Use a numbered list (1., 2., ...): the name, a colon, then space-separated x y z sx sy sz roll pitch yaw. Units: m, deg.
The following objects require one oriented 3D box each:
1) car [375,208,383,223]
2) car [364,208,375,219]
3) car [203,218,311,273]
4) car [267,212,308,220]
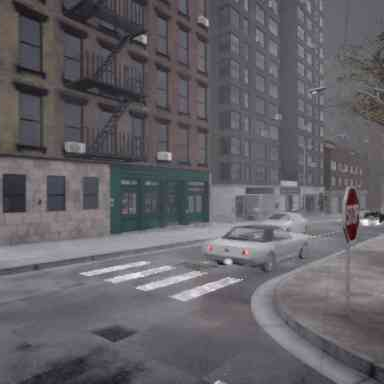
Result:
1. car: 20.266 2.345 33.480 1.882 1.535 5.008 0 -1 39
2. car: 22.559 2.636 40.865 1.895 1.301 4.718 0 -1 40
3. car: 2.479 1.811 11.562 1.895 1.301 4.718 0 -1 39
4. car: 5.632 1.941 20.130 1.812 1.442 4.674 0 -2 39
